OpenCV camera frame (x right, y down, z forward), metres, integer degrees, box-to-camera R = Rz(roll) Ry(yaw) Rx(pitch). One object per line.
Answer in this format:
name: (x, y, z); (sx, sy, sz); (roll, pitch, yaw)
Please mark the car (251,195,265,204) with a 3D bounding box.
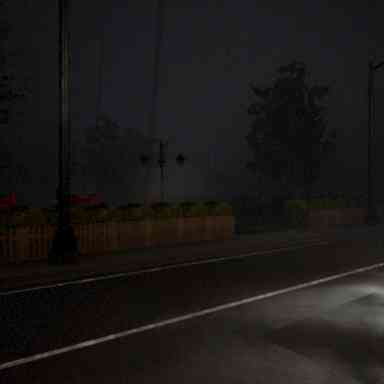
car: (11.110, 1.354, 60.472); (2.128, 1.511, 4.902); (0, 0, -34)
